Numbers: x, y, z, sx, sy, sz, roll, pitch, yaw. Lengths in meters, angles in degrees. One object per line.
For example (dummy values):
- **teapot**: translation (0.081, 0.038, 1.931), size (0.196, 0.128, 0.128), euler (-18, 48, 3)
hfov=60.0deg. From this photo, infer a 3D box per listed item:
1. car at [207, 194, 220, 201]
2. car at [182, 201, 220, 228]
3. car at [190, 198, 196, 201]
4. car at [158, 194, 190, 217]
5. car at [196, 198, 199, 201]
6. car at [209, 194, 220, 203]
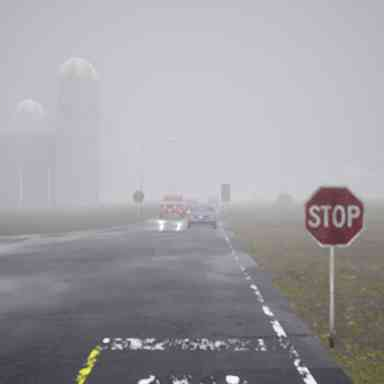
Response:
- **car**: translation (3.840, 1.504, 61.146), size (2.128, 1.511, 4.902), euler (0, 0, 6)
- **car**: translation (0.710, 1.565, 22.527), size (2.033, 1.411, 5.357), euler (0, 0, 3)
- **car**: translation (-0.953, 1.586, 41.396), size (1.994, 1.385, 4.181), euler (0, 0, 5)
- **car**: translation (-1.720, 1.243, 31.439), size (2.150, 2.045, 5.566), euler (0, 0, 4)
- **car**: translation (0.110, 1.582, 52.354), size (1.994, 1.385, 4.181), euler (0, 0, 6)
- **car**: translation (4.869, 1.294, 71.100), size (2.097, 1.767, 4.553), euler (0, 0, 6)
